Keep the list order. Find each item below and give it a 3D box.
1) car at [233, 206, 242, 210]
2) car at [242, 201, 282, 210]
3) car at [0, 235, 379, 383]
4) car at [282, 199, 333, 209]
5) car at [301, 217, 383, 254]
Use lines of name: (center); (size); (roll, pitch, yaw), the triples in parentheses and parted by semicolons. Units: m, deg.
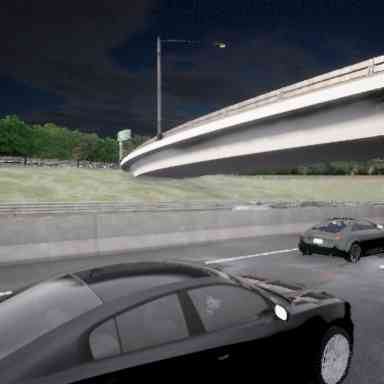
car: (6.302, 1.692, 34.267); (4.674, 1.442, 1.812); (1, 0, -36)
car: (7.237, 1.752, 30.648); (4.718, 1.301, 1.895); (1, 0, -35)
car: (-0.212, 1.483, 3.592); (5.008, 1.535, 1.882); (0, 0, -36)
car: (10.250, 1.517, 28.496); (4.553, 1.767, 2.097); (1, 0, -35)
car: (5.815, 1.613, 12.193); (4.181, 1.385, 1.994); (1, 0, -36)
